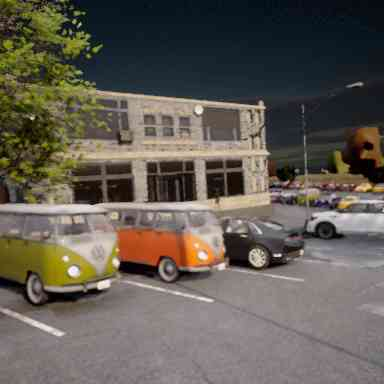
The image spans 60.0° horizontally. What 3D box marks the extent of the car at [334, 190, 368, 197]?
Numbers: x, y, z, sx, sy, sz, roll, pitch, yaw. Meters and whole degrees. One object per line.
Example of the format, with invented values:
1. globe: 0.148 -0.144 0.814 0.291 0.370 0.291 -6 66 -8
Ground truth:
1. car: 18.403 1.138 38.252 1.946 1.575 5.366 0 6 40

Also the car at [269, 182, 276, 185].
1. car: 19.522 -1.541 74.522 2.163 1.488 4.792 2 6 44

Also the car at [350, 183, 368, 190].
1. car: 28.975 -0.698 56.031 1.946 1.575 5.366 2 5 42

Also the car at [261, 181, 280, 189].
1. car: 18.258 -1.675 77.234 2.163 1.488 4.792 1 5 44

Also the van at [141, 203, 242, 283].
1. van: -1.062 1.305 9.602 4.442 1.987 1.878 -1 -1 35

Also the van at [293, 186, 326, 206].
1. van: 15.377 0.692 43.439 1.878 1.987 4.442 0 6 41

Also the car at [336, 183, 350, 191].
1. car: 27.681 -0.788 58.775 2.002 1.452 4.674 1 5 42

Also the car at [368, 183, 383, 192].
1. car: 30.642 -0.608 53.719 1.946 1.575 5.366 1 5 41

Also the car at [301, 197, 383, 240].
1. car: 8.736 1.402 16.582 5.566 2.045 2.435 -1 -1 35

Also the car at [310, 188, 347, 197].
1. car: 16.764 0.923 40.702 2.185 1.767 4.553 0 6 40

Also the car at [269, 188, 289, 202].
1. car: 12.423 0.731 48.665 2.002 1.452 4.674 1 6 41

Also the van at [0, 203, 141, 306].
1. van: -3.546 1.275 7.870 4.442 1.987 1.878 -1 -2 35

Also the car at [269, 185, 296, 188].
1. car: 14.242 0.097 55.307 2.128 1.511 4.902 -5 5 -28

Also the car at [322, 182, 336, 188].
1. car: 26.283 -0.908 61.383 2.002 1.452 4.674 1 5 42

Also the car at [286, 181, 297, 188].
1. car: 22.210 -1.446 69.268 2.185 1.767 4.553 2 6 43

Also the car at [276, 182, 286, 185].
1. car: 20.850 -1.445 71.895 2.097 1.535 5.008 1 5 44

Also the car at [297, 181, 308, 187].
1. car: 23.664 -1.211 66.761 1.946 1.575 5.366 1 5 43

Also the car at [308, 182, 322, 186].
1. car: 24.877 -1.193 63.969 2.185 1.767 4.553 1 5 43

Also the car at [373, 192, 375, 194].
1. car: 19.613 1.322 35.446 2.163 1.488 4.792 1 6 40

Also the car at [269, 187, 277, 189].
1. car: 10.988 0.611 51.324 2.002 1.452 4.674 0 6 42

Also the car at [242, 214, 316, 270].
1. car: 1.324 1.563 11.381 4.892 1.521 2.231 -1 -1 35

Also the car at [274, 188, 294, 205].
1. car: 13.853 0.813 46.007 2.231 1.521 4.892 0 6 41
